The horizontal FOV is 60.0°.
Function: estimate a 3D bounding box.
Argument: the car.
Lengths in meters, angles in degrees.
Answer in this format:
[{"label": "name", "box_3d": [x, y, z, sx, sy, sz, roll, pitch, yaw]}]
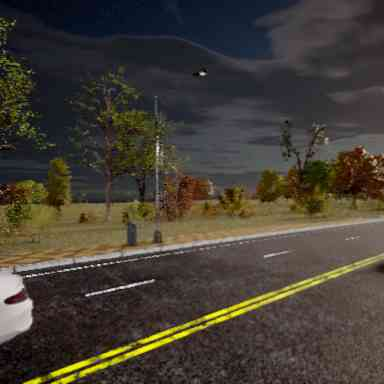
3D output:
[{"label": "car", "box_3d": [-4.444, 1.688, 3.953, 4.674, 1.442, 1.812, 1, -2, -45]}]
